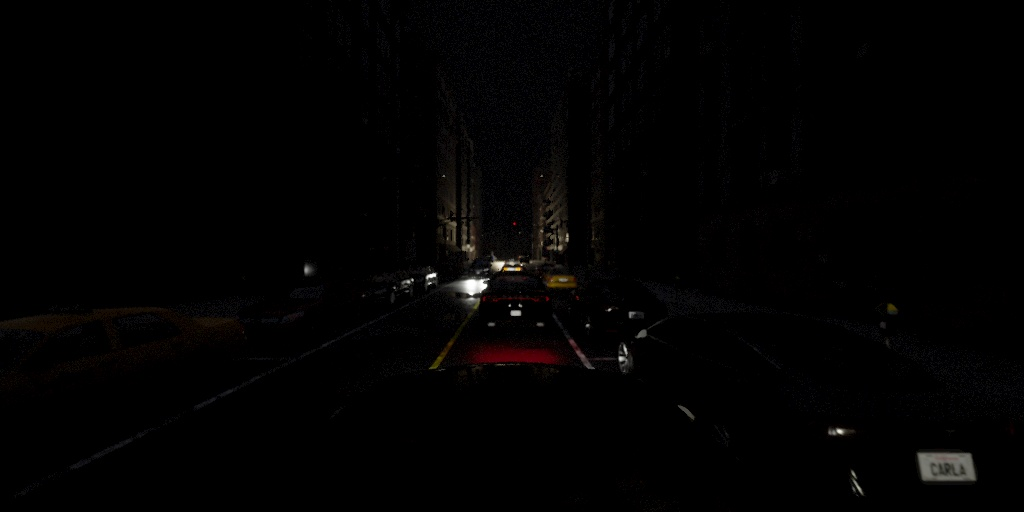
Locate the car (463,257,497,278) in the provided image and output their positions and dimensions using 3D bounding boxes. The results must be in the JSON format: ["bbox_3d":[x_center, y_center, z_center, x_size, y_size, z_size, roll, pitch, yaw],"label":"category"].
[{"bbox_3d":[-2.761,1.095,31.660,2.128,1.511,4.902,0,0,0],"label":"car"}]

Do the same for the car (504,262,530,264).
[{"bbox_3d":[0.094,1.252,21.417,1.895,1.301,4.718,0,0,1],"label":"car"}]

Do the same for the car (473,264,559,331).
[{"bbox_3d":[0.097,1.184,10.898,1.882,1.535,5.008,0,0,0],"label":"car"}]

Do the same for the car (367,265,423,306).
[{"bbox_3d":[-5.393,1.235,15.089,2.007,1.370,4.403,0,0,0],"label":"car"}]

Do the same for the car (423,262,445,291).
[{"bbox_3d":[-5.395,1.207,20.502,2.007,1.370,4.403,0,0,0],"label":"car"}]

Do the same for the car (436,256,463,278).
[{"bbox_3d":[-5.398,0.914,31.327,2.192,1.841,5.009,0,0,0],"label":"car"}]

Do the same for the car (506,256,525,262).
[{"bbox_3d":[-0.009,1.052,31.871,1.801,1.575,5.366,0,0,0],"label":"car"}]

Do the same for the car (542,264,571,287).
[{"bbox_3d":[2.631,1.181,20.665,1.751,1.417,4.829,0,0,0],"label":"car"}]

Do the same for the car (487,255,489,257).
[{"bbox_3d":[-5.406,0.973,63.244,1.888,1.381,4.507,0,0,0],"label":"car"}]

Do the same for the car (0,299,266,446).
[{"bbox_3d":[-5.390,1.264,4.092,1.751,1.417,4.829,0,0,0],"label":"car"}]

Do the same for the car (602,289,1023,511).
[{"bbox_3d":[2.635,1.304,4.256,1.948,1.339,4.313,0,0,0],"label":"car"}]

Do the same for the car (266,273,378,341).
[{"bbox_3d":[-5.392,1.294,9.676,1.802,1.307,4.207,0,0,0],"label":"car"}]

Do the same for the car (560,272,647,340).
[{"bbox_3d":[2.634,1.278,9.669,1.948,1.339,4.313,0,0,0],"label":"car"}]
